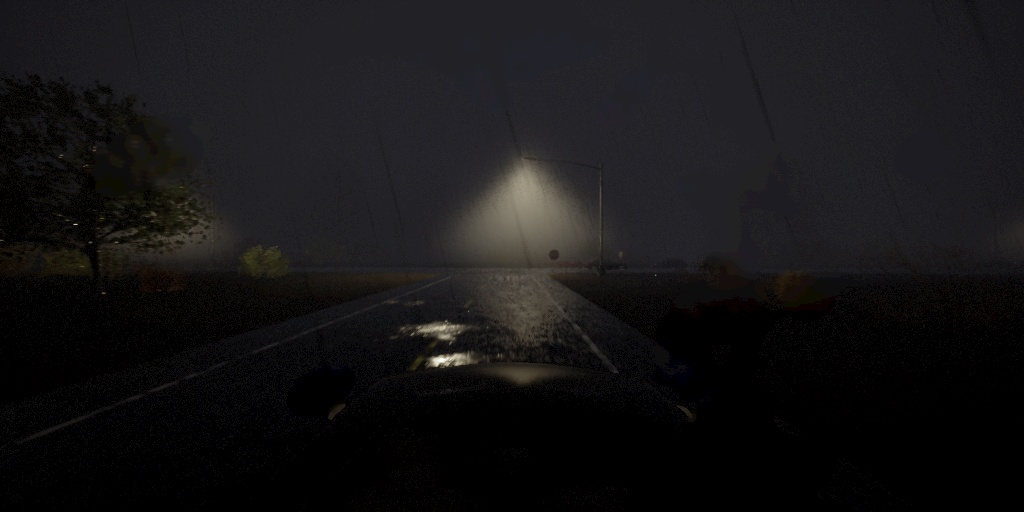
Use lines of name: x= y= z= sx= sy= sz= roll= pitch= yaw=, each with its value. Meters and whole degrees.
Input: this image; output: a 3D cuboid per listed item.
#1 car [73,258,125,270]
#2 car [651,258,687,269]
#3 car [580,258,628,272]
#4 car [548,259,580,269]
car: x=-45.958 y=0.838 z=39.981 sx=4.181 sy=1.385 sz=1.994 roll=0 pitch=1 yaw=-2
car: x=21.357 y=1.064 z=48.871 sx=4.674 sy=1.442 sz=1.812 roll=-1 pitch=1 yaw=-2
car: x=10.822 y=0.999 z=41.555 sx=5.008 sy=1.535 sz=1.882 roll=0 pitch=1 yaw=-2
car: x=7.256 y=1.052 z=48.466 sx=4.718 sy=1.301 sz=1.895 roll=0 pitch=1 yaw=-2
